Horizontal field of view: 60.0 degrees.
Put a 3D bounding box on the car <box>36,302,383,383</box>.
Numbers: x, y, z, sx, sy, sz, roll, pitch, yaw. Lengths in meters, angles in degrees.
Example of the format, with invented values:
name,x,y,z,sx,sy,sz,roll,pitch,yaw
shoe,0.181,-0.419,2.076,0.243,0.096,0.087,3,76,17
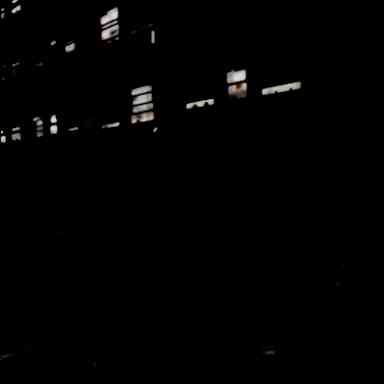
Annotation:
name,x,y,z,sx,sy,sz,roll,pitch,yaw
car,0.652,1.565,2.415,4.313,1.339,1.947,0,0,35
